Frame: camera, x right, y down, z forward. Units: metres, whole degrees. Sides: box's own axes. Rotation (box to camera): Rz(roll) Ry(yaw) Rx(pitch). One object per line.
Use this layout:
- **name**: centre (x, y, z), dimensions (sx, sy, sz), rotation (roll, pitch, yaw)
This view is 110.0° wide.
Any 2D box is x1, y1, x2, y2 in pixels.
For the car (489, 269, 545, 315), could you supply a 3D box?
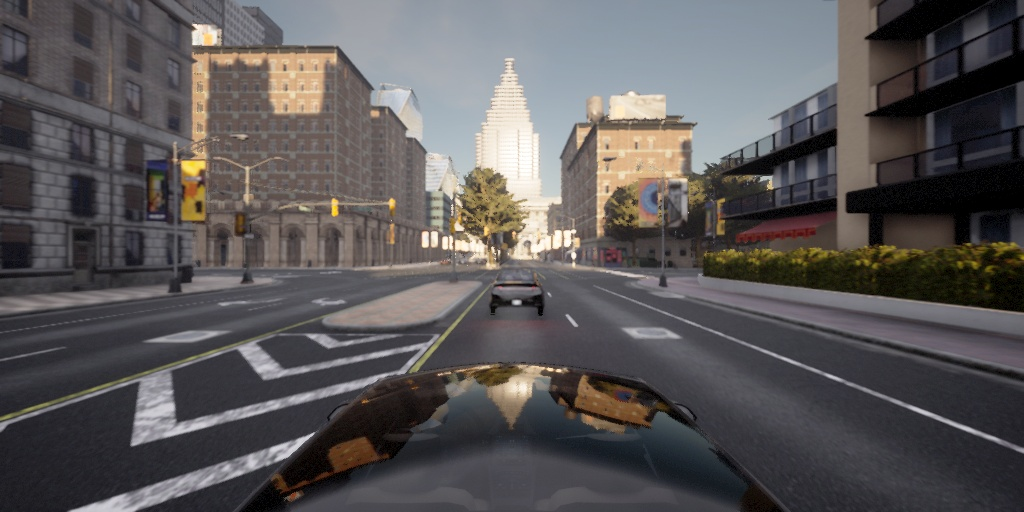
- **car**: centre (0.189, 1.231, 13.537), dimensions (2.128, 1.511, 4.902), rotation (0, 0, 1)
